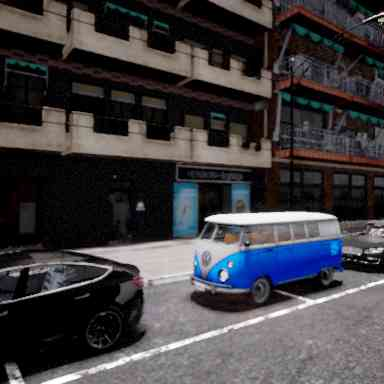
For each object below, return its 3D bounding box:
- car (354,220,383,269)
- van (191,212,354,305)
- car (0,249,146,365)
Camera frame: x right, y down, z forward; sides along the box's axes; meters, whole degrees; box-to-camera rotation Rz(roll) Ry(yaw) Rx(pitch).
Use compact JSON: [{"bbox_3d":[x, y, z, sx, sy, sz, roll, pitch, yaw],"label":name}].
[{"bbox_3d":[6.491,1.649,11.187,4.403,1.369,2.008,1,0,-35],"label":"car"},{"bbox_3d":[1.884,1.390,7.900,3.998,1.788,1.690,1,0,-36],"label":"van"},{"bbox_3d":[-2.729,1.568,4.609,4.313,1.339,1.947,1,0,-35],"label":"car"}]
